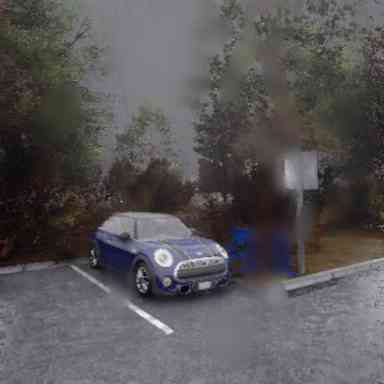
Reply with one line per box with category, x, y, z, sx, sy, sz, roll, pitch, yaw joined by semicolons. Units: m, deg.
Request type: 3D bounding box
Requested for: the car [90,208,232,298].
car;-1.027;1.363;8.788;2.185;1.767;4.553;1;-1;-36
